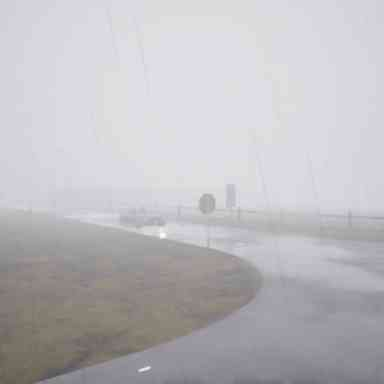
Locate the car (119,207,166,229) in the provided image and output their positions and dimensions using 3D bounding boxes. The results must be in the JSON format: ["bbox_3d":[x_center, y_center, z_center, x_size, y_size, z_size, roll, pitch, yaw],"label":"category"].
[{"bbox_3d":[-3.587,1.780,23.676,1.994,1.385,4.181,0,0,-36],"label":"car"}]
